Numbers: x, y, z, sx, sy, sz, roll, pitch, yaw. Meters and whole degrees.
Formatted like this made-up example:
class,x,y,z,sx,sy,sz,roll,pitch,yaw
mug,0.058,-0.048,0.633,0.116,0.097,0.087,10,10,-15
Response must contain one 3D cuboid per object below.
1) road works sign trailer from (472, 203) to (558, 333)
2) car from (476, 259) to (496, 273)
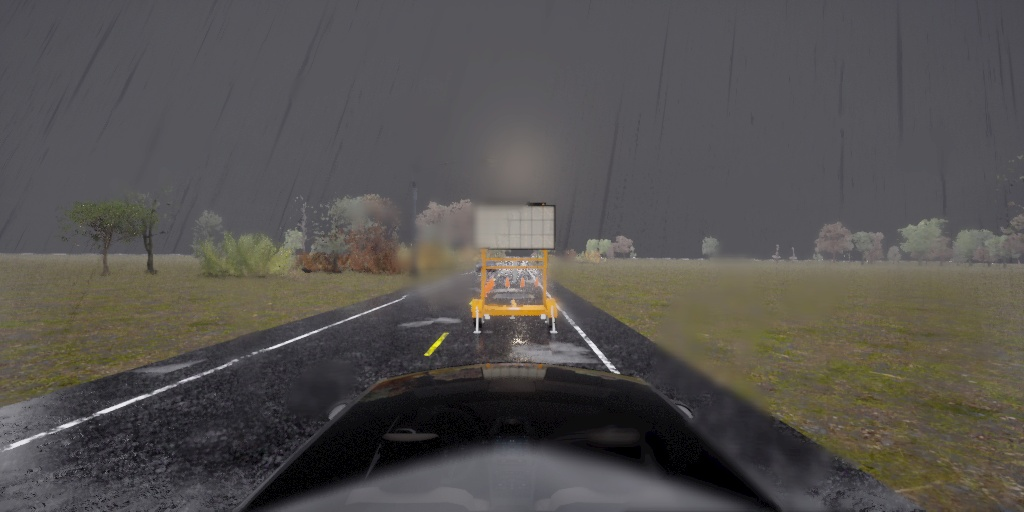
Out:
class,x,y,z,sx,sy,sz,roll,pitch,yaw
road works sign trailer,0.084,0.218,10.737,2.380,3.560,2.880,0,0,0
car,-3.043,1.126,43.153,2.097,1.767,4.553,0,0,1
